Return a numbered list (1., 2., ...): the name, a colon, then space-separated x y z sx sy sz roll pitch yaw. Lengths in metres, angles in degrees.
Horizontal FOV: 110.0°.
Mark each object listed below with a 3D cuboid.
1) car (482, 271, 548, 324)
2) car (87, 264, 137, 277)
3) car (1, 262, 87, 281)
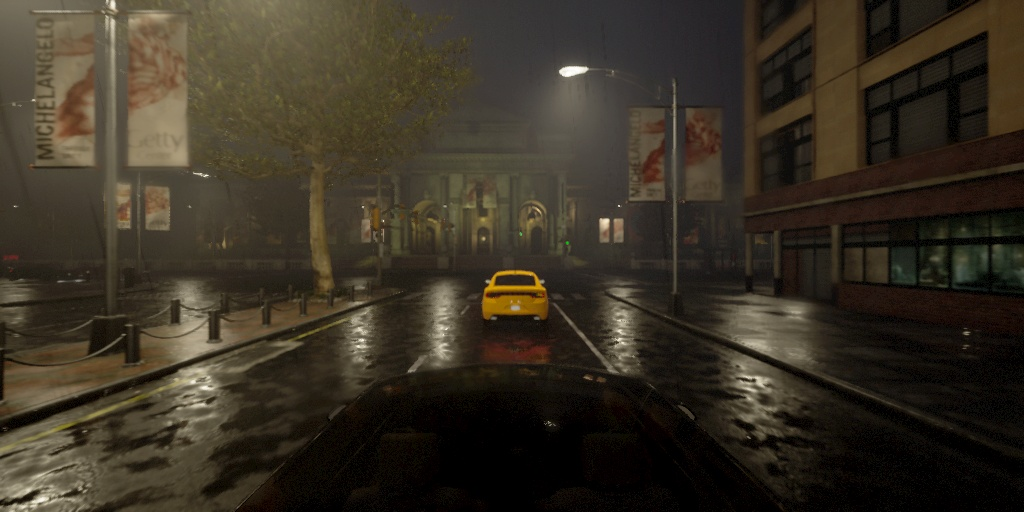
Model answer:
1. car: 0.101 1.231 12.001 1.882 1.535 5.008 0 0 0
2. car: -37.633 1.360 33.260 4.718 1.301 1.895 0 0 0
3. car: -38.719 1.322 29.755 4.181 1.385 1.994 0 0 0
